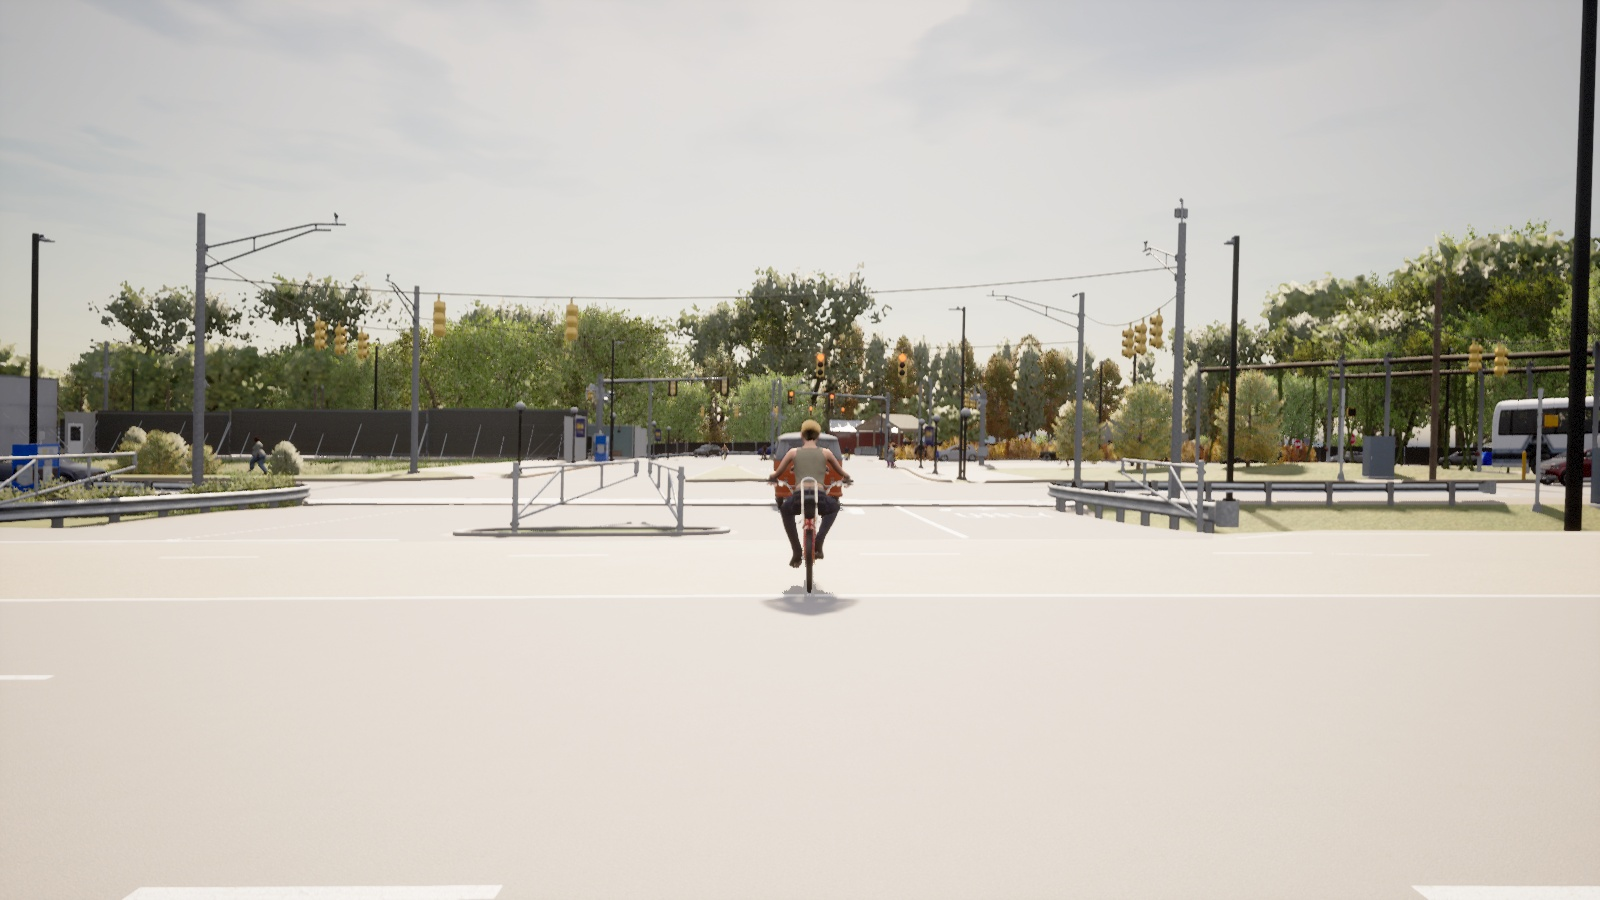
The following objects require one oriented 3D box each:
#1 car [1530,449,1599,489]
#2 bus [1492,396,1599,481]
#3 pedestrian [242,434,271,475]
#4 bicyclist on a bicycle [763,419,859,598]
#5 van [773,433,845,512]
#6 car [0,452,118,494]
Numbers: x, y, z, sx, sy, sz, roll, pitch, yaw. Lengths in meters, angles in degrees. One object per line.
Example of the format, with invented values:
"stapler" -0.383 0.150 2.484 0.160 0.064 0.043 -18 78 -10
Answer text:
"car" 32.253 0.756 51.405 3.705 1.549 1.789 0 1 -1
"bus" 41.755 -0.551 64.721 3.944 4.253 10.273 1 -1 -25
"pedestrian" -24.947 0.216 57.674 0.900 1.855 0.874 1 1 2
"bicyclist on a bicycle" 0.110 0.525 12.106 0.866 1.612 1.509 0 0 1
"van" 0.181 0.539 34.254 1.775 1.987 4.442 0 1 -2
"car" -26.879 0.808 44.651 4.181 1.385 1.994 0 1 0
